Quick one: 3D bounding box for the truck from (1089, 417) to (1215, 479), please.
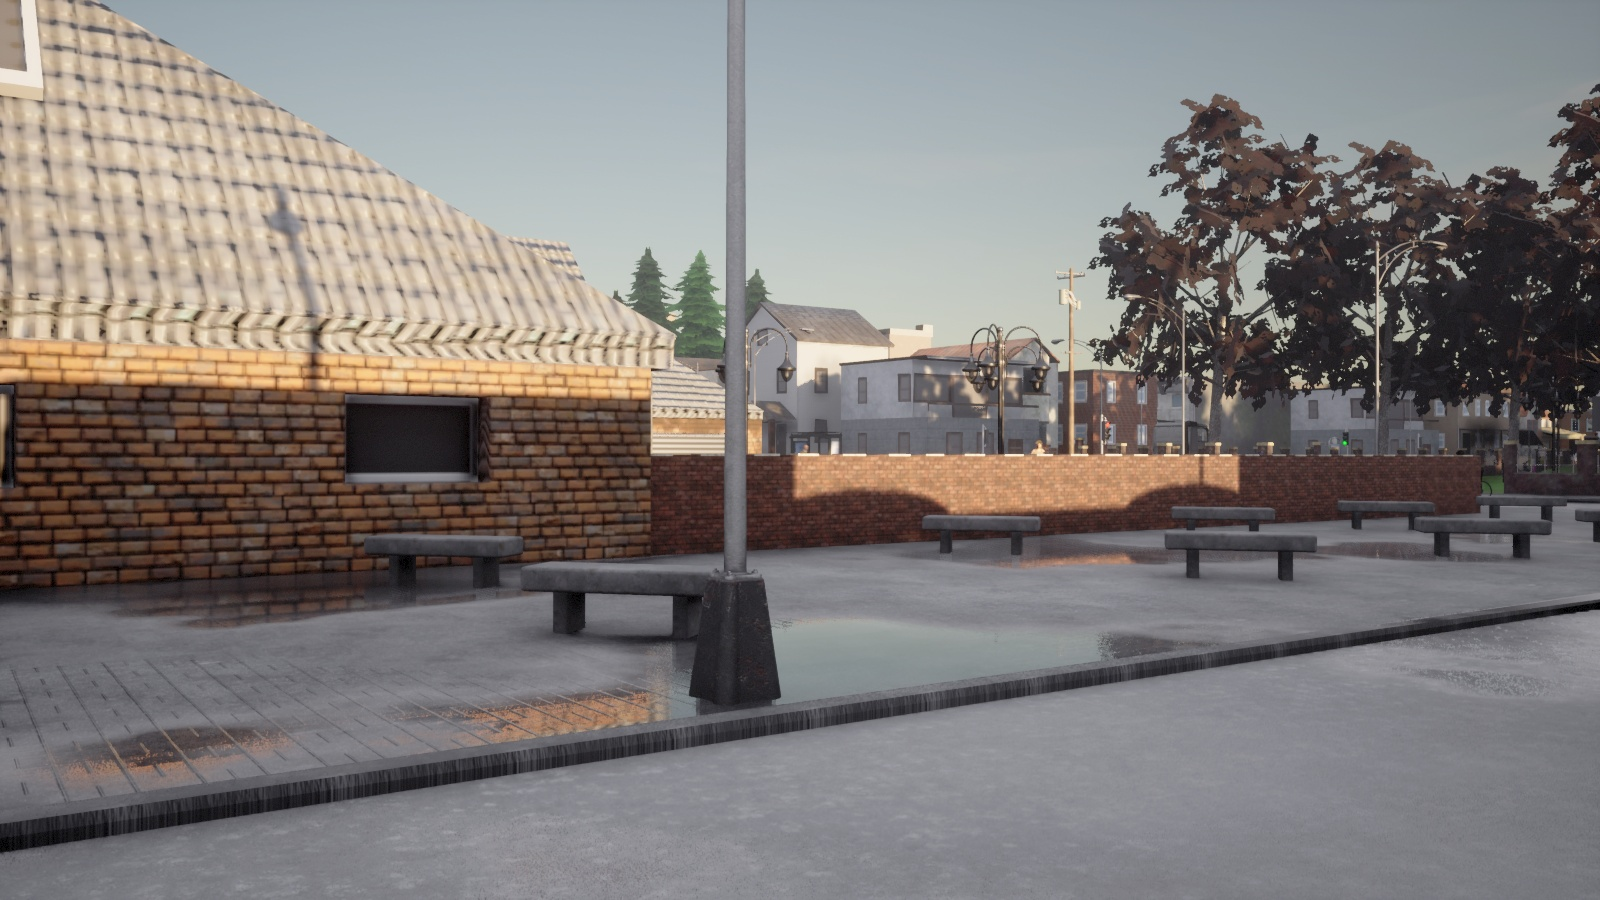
[{"bbox_3d":[20.822,-0.096,74.058,7.936,3.462,2.891,0,0,-37],"label":"truck"}]
